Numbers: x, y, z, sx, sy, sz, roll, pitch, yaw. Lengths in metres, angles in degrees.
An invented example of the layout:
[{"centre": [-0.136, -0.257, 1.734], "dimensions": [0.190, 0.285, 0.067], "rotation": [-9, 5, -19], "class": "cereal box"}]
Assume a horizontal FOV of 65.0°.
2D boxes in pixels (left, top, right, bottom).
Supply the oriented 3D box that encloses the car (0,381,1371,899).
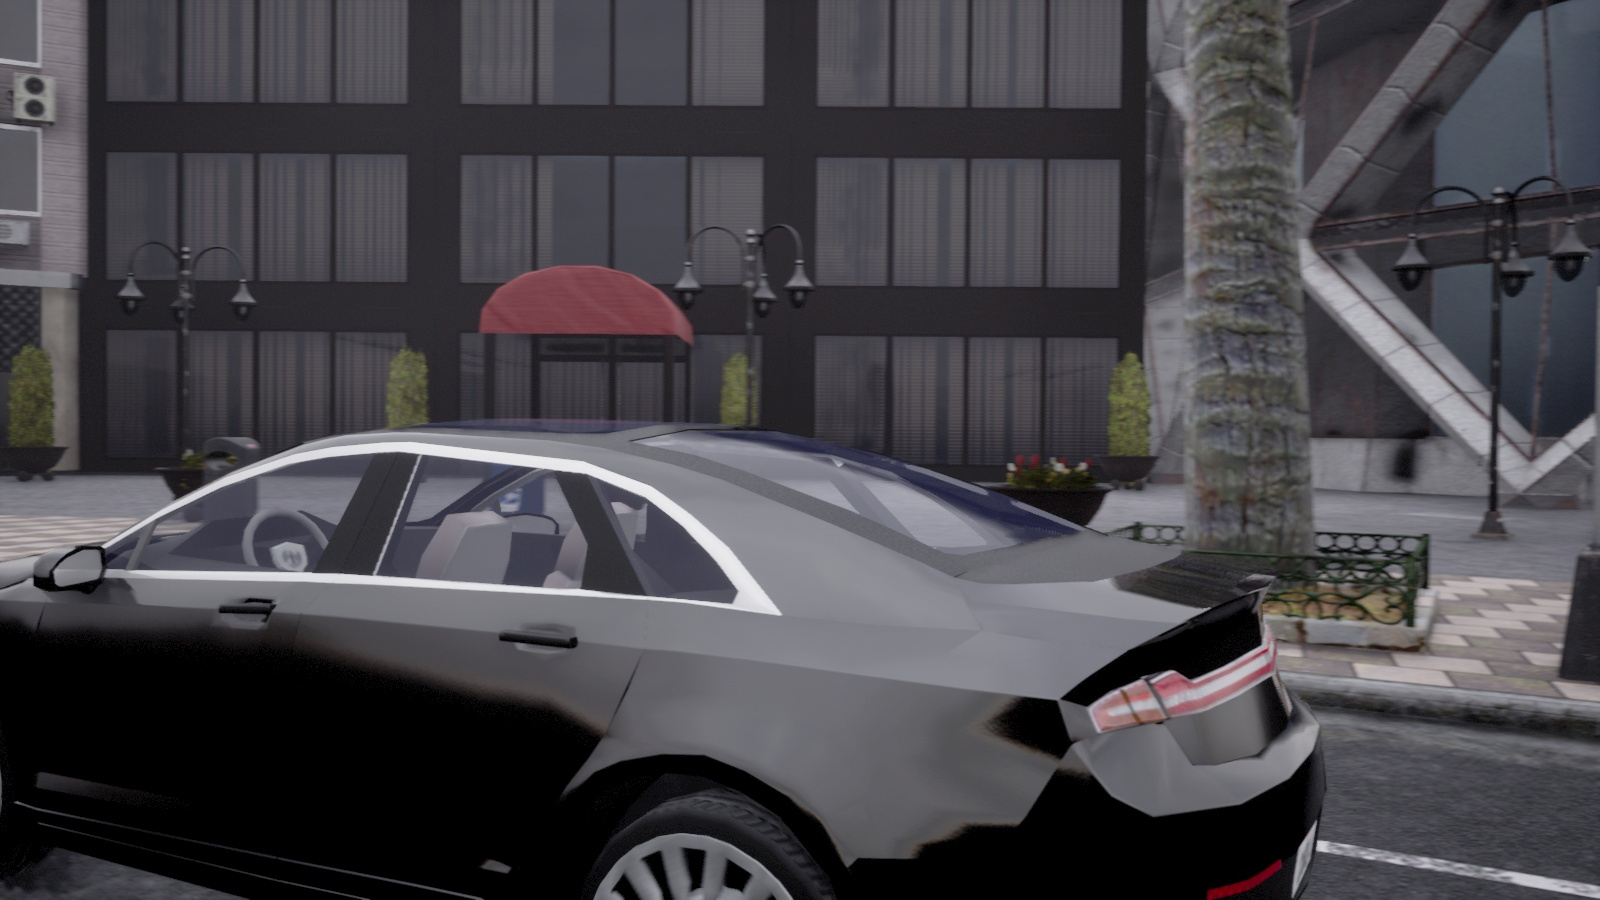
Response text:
[{"centre": [-0.960, 0.637, 4.007], "dimensions": [4.902, 1.511, 2.128], "rotation": [0, 1, 29], "class": "car"}]
